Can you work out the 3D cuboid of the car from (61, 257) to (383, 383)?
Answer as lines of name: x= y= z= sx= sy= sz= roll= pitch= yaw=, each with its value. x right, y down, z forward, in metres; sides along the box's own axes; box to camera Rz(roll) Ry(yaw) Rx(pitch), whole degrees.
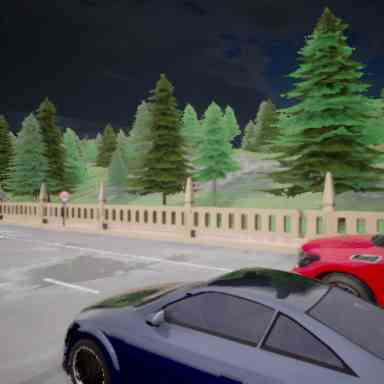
car: x=0.482 y=1.564 z=3.607 sx=4.181 sy=1.385 sz=1.994 roll=0 pitch=0 yaw=35

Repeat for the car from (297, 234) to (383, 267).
car: x=4.390 y=1.205 z=5.137 sx=5.566 sy=2.045 sz=2.150 roll=0 pitch=0 yaw=36
